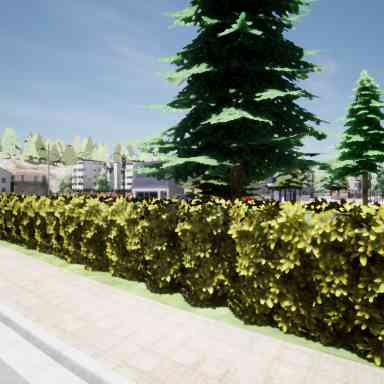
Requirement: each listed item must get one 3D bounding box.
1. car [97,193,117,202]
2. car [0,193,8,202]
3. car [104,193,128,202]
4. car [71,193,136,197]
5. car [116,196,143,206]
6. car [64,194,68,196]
[{"bbox_3d":[-18.212,1.077,71.423,1.905,1.878,3.866,0,0,44],"label":"car"},{"bbox_3d":[-41.764,1.097,70.238,1.932,1.855,4.605,0,0,44],"label":"car"},{"bbox_3d":[-15.854,1.097,69.676,1.932,1.855,4.605,0,0,44],"label":"car"},{"bbox_3d":[-8.077,1.221,31.062,2.150,2.045,5.566,0,0,44],"label":"car"},{"bbox_3d":[-10.055,1.384,53.337,1.970,1.475,3.806,0,0,44],"label":"car"},{"bbox_3d":[-27.320,1.153,80.409,2.152,1.636,5.027,0,0,44],"label":"car"}]
